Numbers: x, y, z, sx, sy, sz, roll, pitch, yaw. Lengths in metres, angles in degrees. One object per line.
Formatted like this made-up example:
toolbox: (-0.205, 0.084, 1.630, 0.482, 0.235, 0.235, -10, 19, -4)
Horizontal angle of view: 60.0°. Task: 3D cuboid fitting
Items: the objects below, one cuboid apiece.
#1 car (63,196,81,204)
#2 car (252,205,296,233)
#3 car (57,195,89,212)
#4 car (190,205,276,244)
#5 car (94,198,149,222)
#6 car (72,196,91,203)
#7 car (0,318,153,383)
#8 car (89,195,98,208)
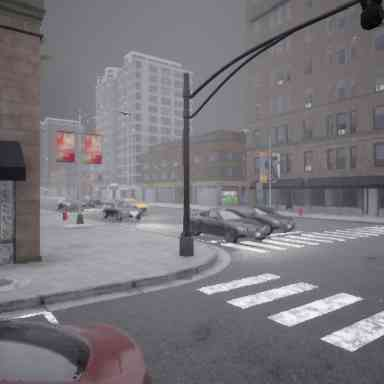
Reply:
car: (-21.720, 1.410, 60.176, 1.837, 1.490, 4.892, 0, 0, -36)
car: (3.669, 1.509, 19.087, 1.812, 1.442, 4.674, 0, 0, -36)
car: (-13.750, 1.299, 37.703, 2.097, 1.767, 4.553, 0, 0, -36)
car: (1.559, 1.514, 15.994, 1.812, 1.442, 4.674, 0, 0, -32)
car: (-5.653, 1.461, 26.450, 2.128, 1.511, 4.902, 0, 0, -36)
car: (-22.055, 1.440, 66.188, 2.033, 1.411, 5.357, 0, 0, -36)
car: (-2.336, 1.525, 1.518, 4.674, 1.442, 1.812, 0, 0, -34)
car: (-14.494, 1.499, 44.317, 1.994, 1.385, 4.181, 0, 0, -36)
